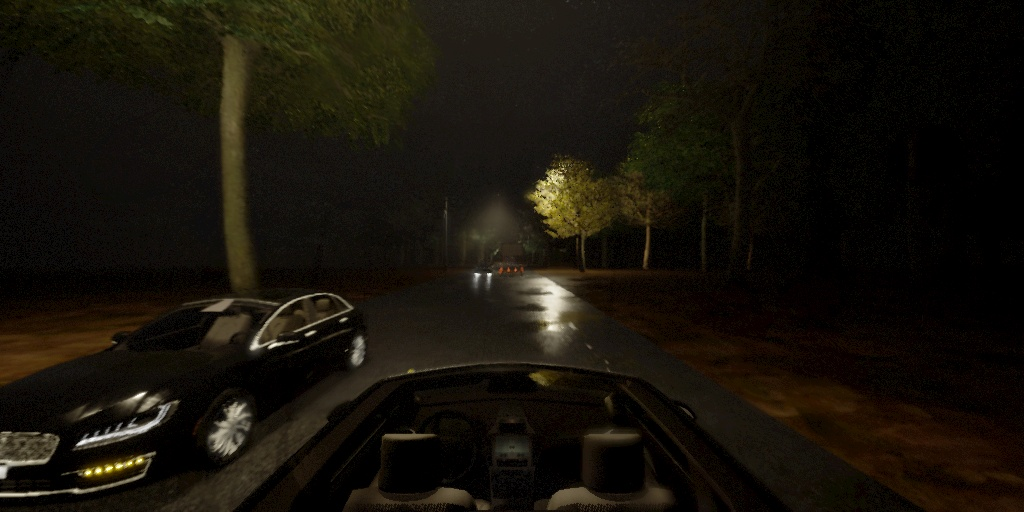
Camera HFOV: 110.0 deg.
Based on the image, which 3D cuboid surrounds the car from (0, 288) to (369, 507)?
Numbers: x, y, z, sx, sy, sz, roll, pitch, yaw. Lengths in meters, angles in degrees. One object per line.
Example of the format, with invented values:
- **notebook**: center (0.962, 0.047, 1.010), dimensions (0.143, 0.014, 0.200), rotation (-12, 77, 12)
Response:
- **car**: center (-3.601, 1.263, 4.923), dimensions (1.837, 1.490, 4.892), rotation (0, 0, 0)

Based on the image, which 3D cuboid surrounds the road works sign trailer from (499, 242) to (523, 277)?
- **road works sign trailer**: center (-0.006, 0.346, 38.292), dimensions (2.380, 3.560, 2.880), rotation (0, 0, 0)

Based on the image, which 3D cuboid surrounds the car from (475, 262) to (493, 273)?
- **car**: center (-3.582, 1.448, 46.424), dimensions (1.812, 1.442, 4.674), rotation (0, 0, 0)
